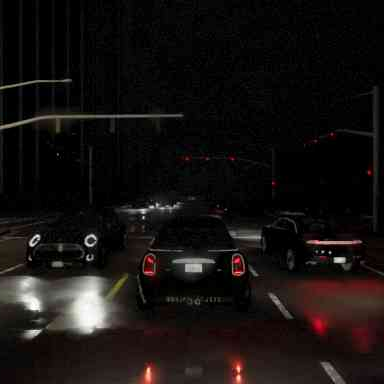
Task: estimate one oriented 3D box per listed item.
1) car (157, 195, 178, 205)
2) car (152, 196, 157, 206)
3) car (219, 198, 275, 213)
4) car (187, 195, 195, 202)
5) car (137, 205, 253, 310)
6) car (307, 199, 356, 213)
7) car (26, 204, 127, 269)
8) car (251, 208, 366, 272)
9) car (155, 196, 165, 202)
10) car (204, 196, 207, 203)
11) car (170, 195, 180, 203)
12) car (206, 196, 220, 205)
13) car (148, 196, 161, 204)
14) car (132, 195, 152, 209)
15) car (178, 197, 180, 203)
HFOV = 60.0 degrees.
[{"bbox_3d":[-3.689,1.547,50.777,2.033,1.411,5.357,0,0,0],"label":"car"},{"bbox_3d":[-7.196,1.352,55.358,2.097,1.767,4.553,0,0,0],"label":"car"},{"bbox_3d":[5.318,1.530,31.096,4.892,1.490,1.837,1,0,0],"label":"car"},{"bbox_3d":[-0.153,1.478,77.866,1.882,1.535,5.008,0,0,0],"label":"car"},{"bbox_3d":[0.042,1.352,7.953,2.097,1.767,4.553,0,0,0],"label":"car"},{"bbox_3d":[14.438,1.560,34.634,4.892,1.490,1.837,0,0,0],"label":"car"},{"bbox_3d":[-3.592,1.352,11.167,2.097,1.767,4.553,0,0,0],"label":"car"},{"bbox_3d":[3.598,1.492,10.763,2.128,1.511,4.902,0,0,-3],"label":"car"},{"bbox_3d":[-7.146,1.594,74.197,1.895,1.301,4.718,0,0,0],"label":"car"},{"bbox_3d":[3.463,1.477,67.689,1.882,1.535,5.008,0,0,0],"label":"car"},{"bbox_3d":[-3.639,1.500,70.490,1.837,1.490,4.892,0,0,0],"label":"car"},{"bbox_3d":[3.355,1.503,45.556,1.837,1.490,4.892,-1,0,0],"label":"car"},{"bbox_3d":[-7.177,1.526,64.154,1.812,1.442,4.674,0,0,0],"label":"car"},{"bbox_3d":[-7.185,1.526,46.455,1.812,1.442,4.674,0,0,0],"label":"car"},{"bbox_3d":[-3.690,1.491,60.279,2.128,1.511,4.902,0,0,0],"label":"car"}]
